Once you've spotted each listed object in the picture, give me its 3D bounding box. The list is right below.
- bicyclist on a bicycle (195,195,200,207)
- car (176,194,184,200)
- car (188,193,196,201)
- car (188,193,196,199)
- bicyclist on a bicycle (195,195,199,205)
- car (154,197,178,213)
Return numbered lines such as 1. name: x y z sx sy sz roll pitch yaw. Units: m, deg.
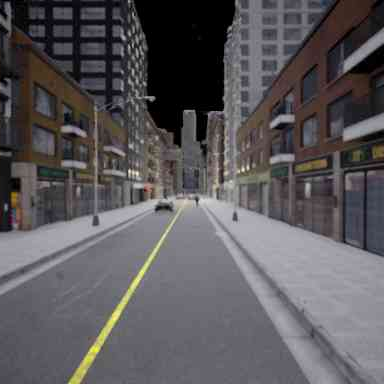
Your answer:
1. bicyclist on a bicycle: 0.774 1.298 44.028 0.582 1.620 1.656 0 0 0
2. car: -2.718 1.130 76.193 2.033 1.411 5.357 0 0 0
3. car: 0.032 1.294 76.907 2.033 1.411 5.357 0 0 0
4. car: 0.037 1.102 89.980 2.128 1.511 4.902 0 0 0
5. bicyclist on a bicycle: 0.775 1.271 53.024 0.582 1.620 1.656 0 0 0
6. car: -2.832 1.475 34.930 1.895 1.301 4.718 0 0 0
